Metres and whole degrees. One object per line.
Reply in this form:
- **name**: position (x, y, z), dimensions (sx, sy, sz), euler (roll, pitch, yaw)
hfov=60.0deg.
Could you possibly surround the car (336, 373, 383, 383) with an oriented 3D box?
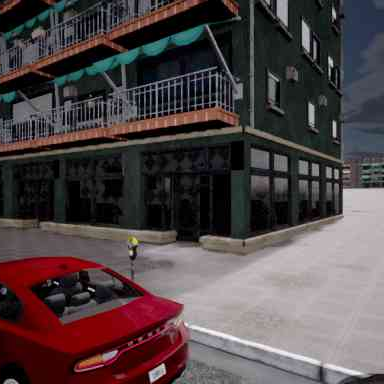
- **car**: position (2.460, 1.566, 1.129), dimensions (4.313, 1.339, 1.947), euler (0, 0, 35)

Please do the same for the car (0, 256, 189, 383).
- **car**: position (-2.138, 1.545, 4.389), dimensions (4.507, 1.381, 1.887), euler (0, 0, 35)
